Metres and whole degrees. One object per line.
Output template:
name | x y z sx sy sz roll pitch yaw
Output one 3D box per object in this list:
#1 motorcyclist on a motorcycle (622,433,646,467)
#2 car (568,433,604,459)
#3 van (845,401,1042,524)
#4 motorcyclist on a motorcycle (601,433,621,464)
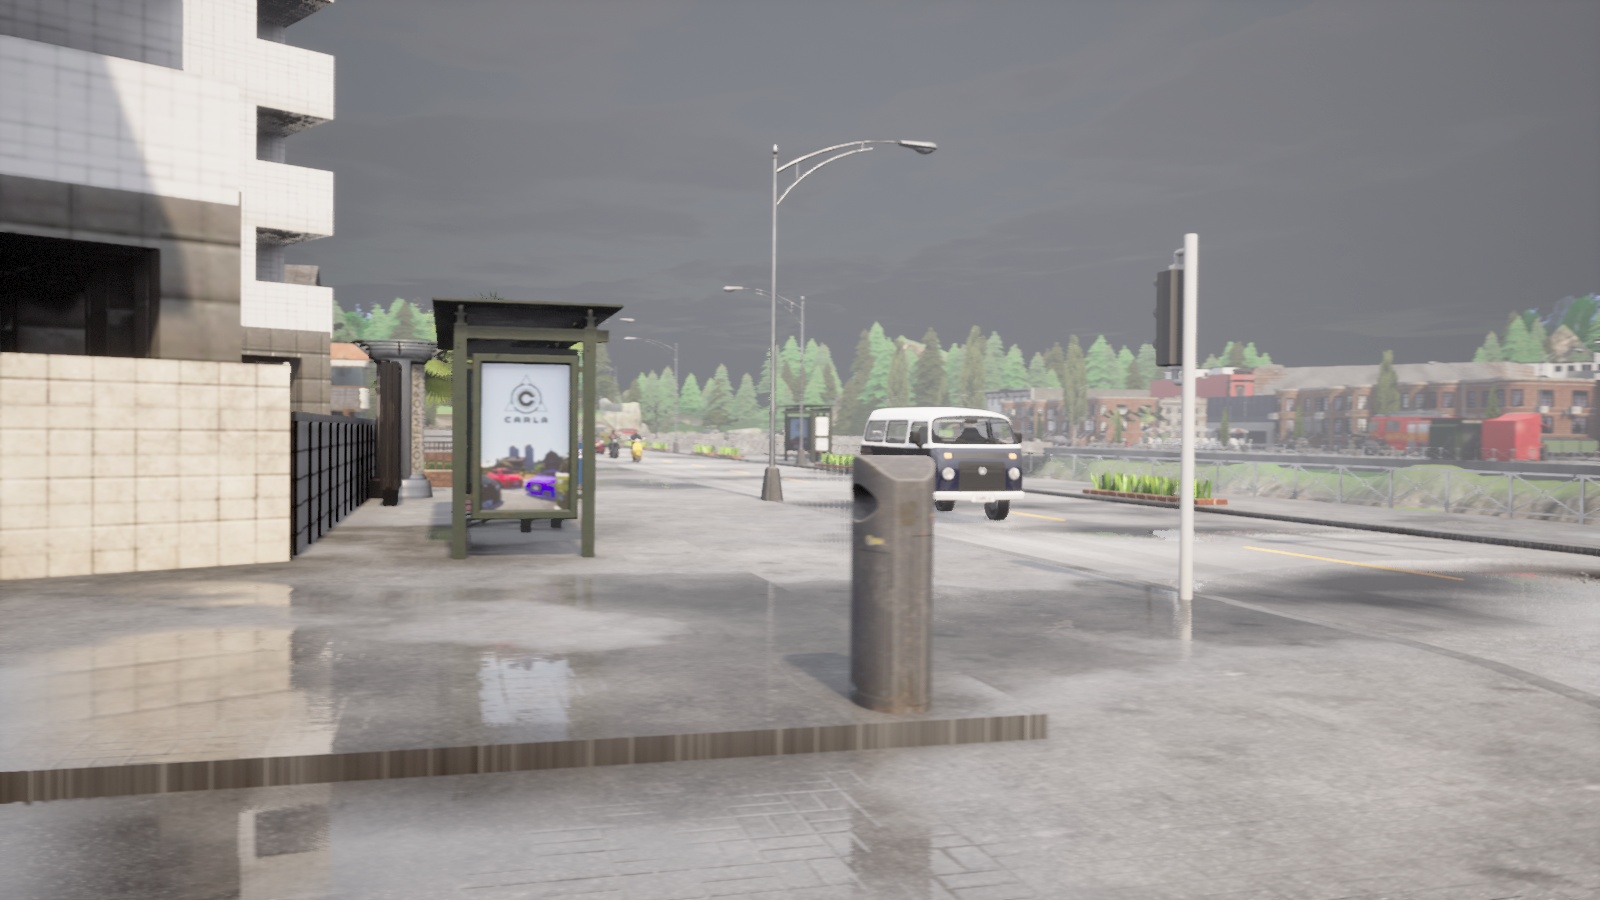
motorcyclist on a motorcycle | -8.002 -0.001 60.357 0.866 1.590 1.817 -1 1 -16
car | -13.753 -0.275 80.610 1.851 1.617 3.988 -1 1 -16
van | 2.514 0.168 23.301 2.069 2.038 4.480 -1 1 -16
motorcyclist on a motorcycle | -10.305 -0.092 68.468 0.766 1.649 2.350 -1 1 -16
